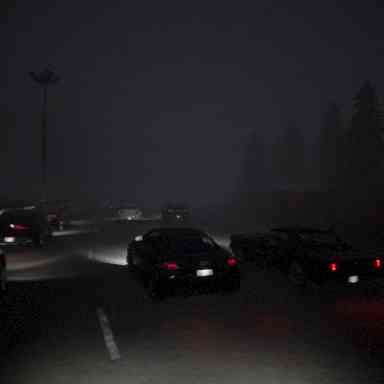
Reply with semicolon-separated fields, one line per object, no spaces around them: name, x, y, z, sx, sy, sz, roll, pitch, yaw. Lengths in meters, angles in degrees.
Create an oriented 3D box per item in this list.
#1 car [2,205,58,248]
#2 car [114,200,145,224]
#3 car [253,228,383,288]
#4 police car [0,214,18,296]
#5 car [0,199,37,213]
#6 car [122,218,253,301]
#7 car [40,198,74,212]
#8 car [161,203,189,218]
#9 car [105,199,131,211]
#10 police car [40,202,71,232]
car;-7.316;1.508;14.570;1.837;1.490;4.892;1;0;-15
car;-4.741;1.605;25.498;1.812;1.442;4.674;0;0;-10
car;2.874;1.674;9.579;1.895;1.301;4.718;1;0;-20
police car;-4.427;1.412;5.551;1.930;1.638;5.238;1;0;-21
car;-20.024;1.546;38.125;2.033;1.411;5.357;1;0;-1
car;-0.434;1.602;8.600;1.994;1.385;4.181;1;0;-20
car;-16.475;1.536;40.829;2.128;1.511;4.902;0;0;1
car;-1.381;1.608;26.752;2.128;1.511;4.902;0;0;-9
car;-9.512;1.641;42.135;1.812;1.442;4.674;1;0;4
police car;-8.657;1.443;20.275;1.930;1.638;5.238;1;0;-12
